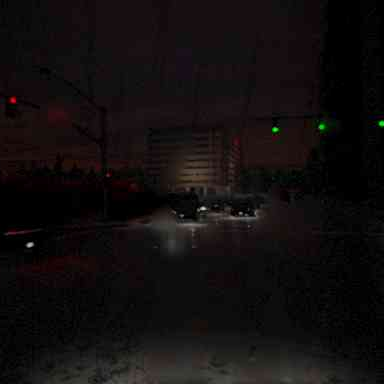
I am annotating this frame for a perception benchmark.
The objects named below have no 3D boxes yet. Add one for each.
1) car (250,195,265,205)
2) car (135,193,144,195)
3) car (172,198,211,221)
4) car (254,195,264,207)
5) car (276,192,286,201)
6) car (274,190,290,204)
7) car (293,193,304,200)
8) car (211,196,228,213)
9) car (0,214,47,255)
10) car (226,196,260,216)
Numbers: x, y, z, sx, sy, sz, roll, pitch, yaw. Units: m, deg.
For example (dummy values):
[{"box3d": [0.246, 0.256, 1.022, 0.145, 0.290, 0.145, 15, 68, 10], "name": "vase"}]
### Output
[{"box3d": [9.895, 1.148, 49.973, 2.033, 1.411, 5.357, -1, 0, 14], "name": "car"}, {"box3d": [-11.689, 0.995, 67.676, 4.605, 1.855, 1.932, -1, 0, 15], "name": "car"}, {"box3d": [-0.103, 1.359, 25.323, 1.837, 1.490, 4.892, -1, 0, 14], "name": "car"}, {"box3d": [7.199, 1.180, 39.650, 2.128, 1.511, 4.902, -1, 0, 14], "name": "car"}, {"box3d": [17.740, 0.894, 66.602, 1.882, 1.535, 5.008, -1, 0, 14], "name": "car"}, {"box3d": [14.351, 0.753, 52.898, 2.150, 2.045, 5.566, -1, 1, 14], "name": "car"}, {"box3d": [21.202, 0.915, 66.013, 2.033, 1.411, 5.357, -1, 0, 14], "name": "car"}, {"box3d": [2.152, 1.307, 34.086, 1.812, 1.442, 4.674, -1, 0, 14], "name": "car"}, {"box3d": [-7.459, 1.554, 11.993, 4.902, 1.511, 2.128, -1, 0, 27], "name": "car"}, {"box3d": [4.611, 1.320, 29.608, 2.033, 1.411, 5.357, -1, 0, 14], "name": "car"}]
